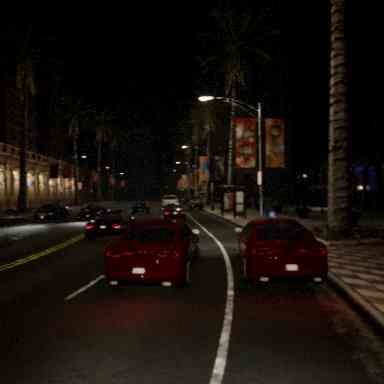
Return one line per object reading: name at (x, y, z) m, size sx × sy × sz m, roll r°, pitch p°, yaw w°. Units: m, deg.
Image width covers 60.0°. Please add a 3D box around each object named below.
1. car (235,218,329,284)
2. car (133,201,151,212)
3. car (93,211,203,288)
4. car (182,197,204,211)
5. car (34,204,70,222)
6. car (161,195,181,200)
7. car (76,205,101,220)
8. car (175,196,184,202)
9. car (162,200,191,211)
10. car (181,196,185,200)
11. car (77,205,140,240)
car at (2.350, 1.491, 9.673) m, size 1.882 × 1.535 × 5.008 m, roll -1°, pitch 0°, yaw 4°
car at (-5.917, 1.746, 39.135) m, size 2.128 × 1.511 × 4.902 m, roll -1°, pitch 0°, yaw -5°
car at (-0.885, 1.533, 9.529) m, size 1.882 × 1.535 × 5.008 m, roll 0°, pitch 0°, yaw 6°
car at (0.349, 1.668, 42.112) m, size 2.231 × 1.521 × 4.892 m, roll -1°, pitch 0°, yaw -5°
car at (-12.238, 1.783, 29.234) m, size 2.128 × 1.511 × 4.902 m, roll -1°, pitch 0°, yaw -4°
car at (-3.009, 1.466, 45.249) m, size 2.150 × 2.045 × 5.566 m, roll -1°, pitch 0°, yaw -5°
car at (-8.738, 1.810, 29.298) m, size 1.994 × 1.385 × 4.181 m, roll -1°, pitch 0°, yaw -5°
car at (-3.537, 1.983, 93.269) m, size 2.161 × 1.482 × 4.786 m, roll -1°, pitch 0°, yaw -5°
car at (-1.512, 1.695, 28.226) m, size 2.033 × 1.411 × 5.357 m, roll -1°, pitch 0°, yaw -5°
car at (-2.049, 1.706, 71.390) m, size 2.185 × 1.767 × 4.553 m, roll -1°, pitch 0°, yaw -5°
car at (-4.251, 1.683, 17.822) m, size 2.033 × 1.411 × 5.357 m, roll -1°, pitch 0°, yaw -3°
